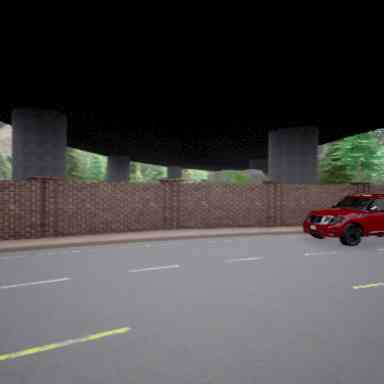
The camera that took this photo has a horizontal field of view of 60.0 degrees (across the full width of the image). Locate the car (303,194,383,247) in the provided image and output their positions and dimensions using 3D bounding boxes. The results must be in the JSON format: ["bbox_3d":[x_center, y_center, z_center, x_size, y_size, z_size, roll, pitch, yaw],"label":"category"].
[{"bbox_3d":[7.610,1.101,14.364,5.566,2.045,2.150,0,1,-17],"label":"car"}]
